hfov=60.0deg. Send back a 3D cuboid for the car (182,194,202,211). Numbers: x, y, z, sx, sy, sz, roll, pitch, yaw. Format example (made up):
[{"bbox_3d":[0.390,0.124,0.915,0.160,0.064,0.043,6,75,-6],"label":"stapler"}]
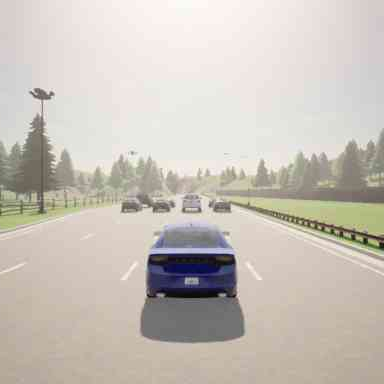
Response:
[{"bbox_3d":[-0.042,1.221,39.195,2.150,2.045,5.566,0,0,0],"label":"car"}]

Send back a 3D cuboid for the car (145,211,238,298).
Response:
[{"bbox_3d":[-0.009,1.478,8.556,1.882,1.535,5.008,0,0,0],"label":"car"}]

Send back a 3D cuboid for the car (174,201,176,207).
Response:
[{"bbox_3d":[-3.553,1.564,49.580,1.994,1.385,4.181,0,0,0],"label":"car"}]

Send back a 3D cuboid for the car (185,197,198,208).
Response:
[{"bbox_3d":[-0.053,1.478,49.584,1.882,1.535,5.008,0,0,0],"label":"car"}]

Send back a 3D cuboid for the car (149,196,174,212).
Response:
[{"bbox_3d":[-3.542,1.505,39.161,1.837,1.490,4.892,0,0,0],"label":"car"}]

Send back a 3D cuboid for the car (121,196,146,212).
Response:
[{"bbox_3d":[-7.042,1.505,39.157,1.837,1.490,4.892,0,0,0],"label":"car"}]

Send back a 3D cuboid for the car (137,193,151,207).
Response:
[{"bbox_3d":[-7.053,1.221,49.607,2.150,2.045,5.566,0,0,0],"label":"car"}]

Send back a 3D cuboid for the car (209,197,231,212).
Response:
[{"bbox_3d":[3.458,1.491,39.168,2.128,1.511,4.902,0,0,0],"label":"car"}]
